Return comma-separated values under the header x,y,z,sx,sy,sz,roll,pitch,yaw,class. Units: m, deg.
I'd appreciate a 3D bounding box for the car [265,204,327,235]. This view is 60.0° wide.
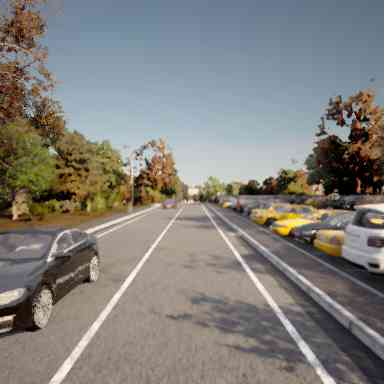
x,y,z,sx,sy,sz,roll,pitch,yaw,class
6.735,1.568,16.984,5.366,1.575,1.946,0,0,0,car

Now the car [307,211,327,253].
x,y,z,sx,sy,sz,roll,pitch,yaw,class
7.059,1.580,11.429,5.366,1.575,1.946,0,0,0,car

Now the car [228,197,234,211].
x,y,z,sx,sy,sz,roll,pitch,yaw,class
7.081,1.660,39.181,4.792,1.488,2.163,0,0,0,car

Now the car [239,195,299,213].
x,y,z,sx,sy,sz,roll,pitch,yaw,class
7.070,1.453,30.856,4.553,1.767,2.185,0,0,0,car

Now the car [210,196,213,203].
x,y,z,sx,sy,sz,roll,pitch,yaw,class
7.424,1.596,72.494,5.566,2.045,2.435,0,0,0,car

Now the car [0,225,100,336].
x,y,z,sx,sy,sz,roll,pitch,yaw,class
-3.344,1.510,6.963,2.128,1.511,4.902,0,0,0,car

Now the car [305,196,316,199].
x,y,z,sx,sy,sz,roll,pitch,yaw,class
20.278,1.694,50.071,5.008,1.535,2.097,0,0,1,car

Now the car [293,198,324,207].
x,y,z,sx,sy,sz,roll,pitch,yaw,class
20.353,1.788,58.380,4.674,1.452,2.002,0,0,0,car

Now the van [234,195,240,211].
x,y,z,sx,sy,sz,roll,pitch,yaw,class
7.203,1.386,36.405,4.442,1.987,1.878,0,0,0,van

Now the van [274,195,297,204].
x,y,z,sx,sy,sz,roll,pitch,yaw,class
20.358,1.613,72.366,4.442,1.987,1.878,0,-1,0,van

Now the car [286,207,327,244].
x,y,z,sx,sy,sz,roll,pitch,yaw,class
6.903,1.578,14.207,4.892,1.521,2.231,0,0,0,car

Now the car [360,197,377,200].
x,y,z,sx,sy,sz,roll,pitch,yaw,class
20.147,1.585,33.450,5.008,1.535,2.097,0,0,1,car

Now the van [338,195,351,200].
x,y,z,sx,sy,sz,roll,pitch,yaw,class
20.072,1.396,38.993,4.442,1.987,1.878,0,0,1,van

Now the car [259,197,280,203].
x,y,z,sx,sy,sz,roll,pitch,yaw,class
20.611,2.196,88.827,5.008,1.535,2.097,0,-1,0,car

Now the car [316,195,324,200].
x,y,z,sx,sy,sz,roll,pitch,yaw,class
20.208,1.406,44.531,5.566,2.045,2.435,0,0,0,car

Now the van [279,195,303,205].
x,y,z,sx,sy,sz,roll,pitch,yaw,class
20.566,1.594,69.461,4.442,1.987,1.878,0,0,1,van

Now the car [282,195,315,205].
x,y,z,sx,sy,sz,roll,pitch,yaw,class
20.375,1.534,64.047,5.566,2.045,2.435,0,0,0,car

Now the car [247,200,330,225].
x,y,z,sx,sy,sz,roll,pitch,yaw,class
6.784,1.558,22.657,5.366,1.575,1.946,0,0,0,car

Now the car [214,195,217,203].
x,y,z,sx,sy,sz,roll,pitch,yaw,class
7.319,1.793,64.165,5.008,1.535,2.097,0,0,0,car

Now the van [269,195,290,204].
x,y,z,sx,sy,sz,roll,pitch,yaw,class
20.404,1.720,77.757,4.442,1.987,1.878,0,-1,1,van

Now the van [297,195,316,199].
x,y,z,sx,sy,sz,roll,pitch,yaw,class
20.449,1.505,55.736,4.442,1.987,1.878,0,0,0,van

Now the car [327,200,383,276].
x,y,z,sx,sy,sz,roll,pitch,yaw,class
6.878,1.337,8.654,5.566,2.045,2.435,0,0,0,car

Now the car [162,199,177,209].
x,y,z,sx,sy,sz,roll,pitch,yaw,class
-3.170,1.716,47.845,1.812,1.442,4.674,0,0,1,car

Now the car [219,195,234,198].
x,y,z,sx,sy,sz,roll,pitch,yaw,class
7.223,1.722,53.061,4.892,1.521,2.231,0,0,0,car

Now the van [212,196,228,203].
x,y,z,sx,sy,sz,roll,pitch,yaw,class
7.678,2.046,91.905,4.442,1.987,1.878,0,-1,0,van

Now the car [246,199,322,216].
x,y,z,sx,sy,sz,roll,pitch,yaw,class
7.177,1.558,25.307,5.366,1.575,1.946,0,0,0,car

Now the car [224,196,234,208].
x,y,z,sx,sy,sz,roll,pitch,yaw,class
7.129,1.696,44.733,4.792,1.488,2.163,0,0,0,car

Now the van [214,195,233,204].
x,y,z,sx,sy,sz,roll,pitch,yaw,class
7.326,1.732,78.030,4.442,1.987,1.878,0,-1,0,van

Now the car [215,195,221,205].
x,y,z,sx,sy,sz,roll,pitch,yaw,class
7.068,1.736,55.838,5.366,1.575,1.946,0,0,0,car

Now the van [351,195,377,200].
x,y,z,sx,sy,sz,roll,pitch,yaw,class
20.282,1.377,36.220,4.442,1.987,1.878,0,0,1,van

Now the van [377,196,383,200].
x,y,z,sx,sy,sz,roll,pitch,yaw,class
20.009,1.344,30.667,4.442,1.987,1.878,0,0,0,van

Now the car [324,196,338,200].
x,y,z,sx,sy,sz,roll,pitch,yaw,class
20.185,1.388,41.761,5.566,2.045,2.435,0,0,0,car

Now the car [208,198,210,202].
x,y,z,sx,sy,sz,roll,pitch,yaw,class
7.543,2.209,89.126,5.008,1.535,2.097,0,-1,0,car

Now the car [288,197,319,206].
x,y,z,sx,sy,sz,roll,pitch,yaw,class
20.373,1.766,61.151,5.008,1.535,2.097,0,0,1,car

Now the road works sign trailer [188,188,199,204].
x,y,z,sx,sy,sz,roll,pitch,yaw,class
0.317,0.896,72.894,2.380,3.560,2.880,0,-1,-1,road works sign trailer

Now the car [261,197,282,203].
x,y,z,sx,sy,sz,roll,pitch,yaw,class
20.586,2.135,86.058,4.892,1.521,2.231,0,-1,0,car

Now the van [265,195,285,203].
x,y,z,sx,sy,sz,roll,pitch,yaw,class
20.685,1.845,83.293,4.442,1.987,1.878,0,-1,0,van

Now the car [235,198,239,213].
x,y,z,sx,sy,sz,roll,pitch,yaw,class
7.092,1.624,33.628,4.792,1.488,2.163,0,0,0,car

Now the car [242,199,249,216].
x,y,z,sx,sy,sz,roll,pitch,yaw,class
7.010,1.568,28.076,4.892,1.521,2.231,0,0,0,car

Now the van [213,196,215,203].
x,y,z,sx,sy,sz,roll,pitch,yaw,class
7.255,1.604,69.719,4.442,1.987,1.878,0,0,0,van

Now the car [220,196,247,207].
x,y,z,sx,sy,sz,roll,pitch,yaw,class
7.245,1.632,58.614,4.553,1.767,2.185,0,0,0,car

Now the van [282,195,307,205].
x,y,z,sx,sy,sz,roll,pitch,yaw,class
20.544,1.577,66.816,4.442,1.987,1.878,0,0,0,van

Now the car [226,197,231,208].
x,y,z,sx,sy,sz,roll,pitch,yaw,class
7.105,1.678,41.957,4.792,1.488,2.163,0,0,0,car

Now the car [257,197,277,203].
x,y,z,sx,sy,sz,roll,pitch,yaw,class
20.635,2.261,91.722,5.008,1.535,2.097,0,-1,0,car

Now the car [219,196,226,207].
x,y,z,sx,sy,sz,roll,pitch,yaw,class
6.996,1.682,47.511,5.366,1.575,1.946,0,0,0,car

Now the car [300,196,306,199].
x,y,z,sx,sy,sz,roll,pitch,yaw,class
20.311,1.753,52.965,4.674,1.452,2.002,0,0,0,car

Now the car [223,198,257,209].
x,y,z,sx,sy,sz,roll,pitch,yaw,class
7.212,1.704,50.285,4.892,1.521,2.231,0,0,0,car
